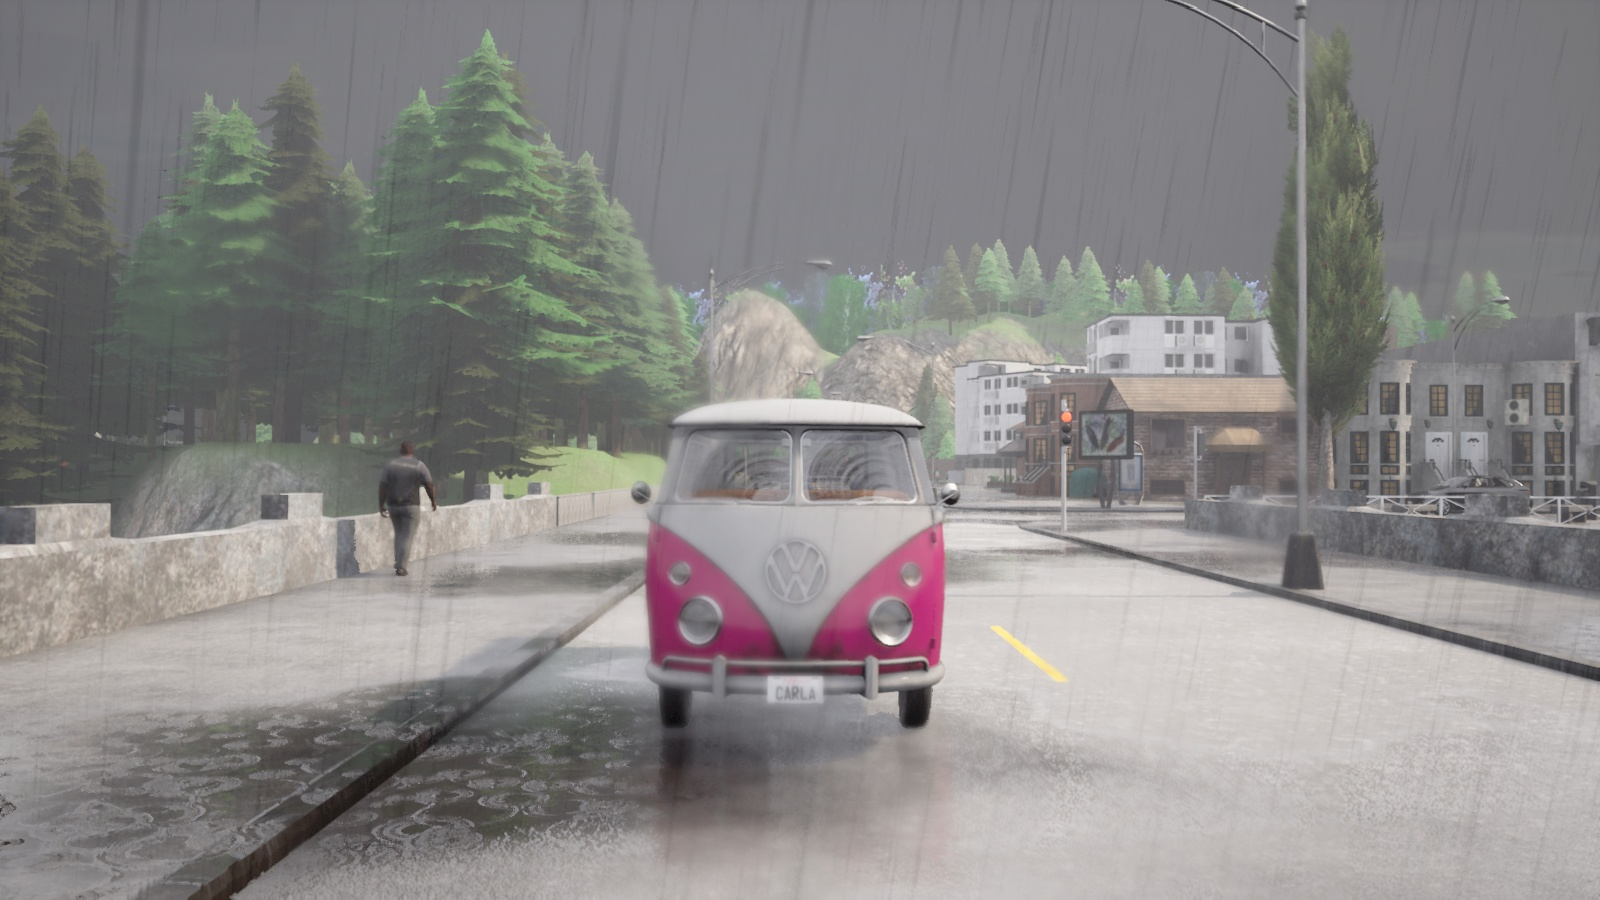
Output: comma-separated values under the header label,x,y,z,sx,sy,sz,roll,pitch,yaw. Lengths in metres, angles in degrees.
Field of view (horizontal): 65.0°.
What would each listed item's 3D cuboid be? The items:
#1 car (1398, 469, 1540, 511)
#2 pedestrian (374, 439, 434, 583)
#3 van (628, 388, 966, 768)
label,x,y,z,sx,sy,sz,roll,pitch,yaw
car,24.320,1.449,45.775,4.193,1.474,1.816,0,-1,0
pedestrian,-5.326,0.810,16.913,0.563,1.883,0.849,0,-1,-2
van,-0.023,0.704,8.829,1.775,1.987,4.442,0,-1,0
